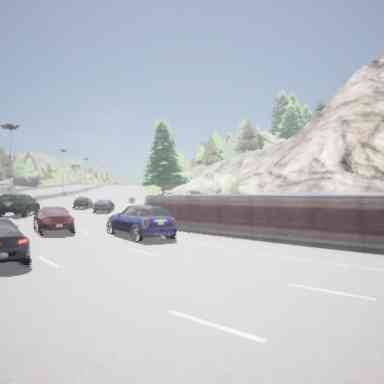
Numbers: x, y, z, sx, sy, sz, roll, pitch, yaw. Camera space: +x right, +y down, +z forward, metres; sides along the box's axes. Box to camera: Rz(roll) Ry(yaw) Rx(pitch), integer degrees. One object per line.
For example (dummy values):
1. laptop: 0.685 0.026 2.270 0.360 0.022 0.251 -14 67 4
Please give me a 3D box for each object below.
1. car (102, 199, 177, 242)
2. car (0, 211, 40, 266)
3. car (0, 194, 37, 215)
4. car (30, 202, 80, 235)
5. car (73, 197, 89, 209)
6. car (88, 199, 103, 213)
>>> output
1. car: -2.718 1.469 17.331 2.097 1.767 4.553 2 -1 -36
2. car: -6.621 1.564 10.815 1.812 1.442 4.674 0 0 -39
3. car: -15.781 1.193 30.438 2.150 2.045 5.566 0 0 -9
4. car: -7.933 1.555 19.043 1.812 1.442 4.674 0 0 -30
5. car: -14.300 1.397 43.635 1.837 1.490 4.892 0 0 -9
6. car: -9.903 1.531 37.514 2.033 1.411 5.357 0 0 -7
